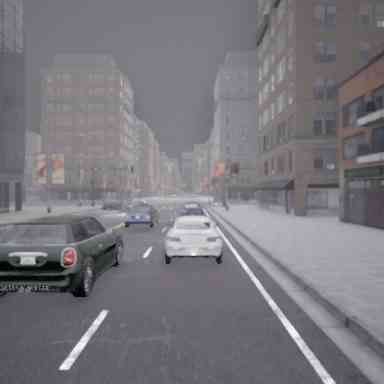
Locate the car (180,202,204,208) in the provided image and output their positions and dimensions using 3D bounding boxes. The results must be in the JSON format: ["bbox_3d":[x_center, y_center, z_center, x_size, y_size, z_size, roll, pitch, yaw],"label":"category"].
[{"bbox_3d":[0.017,1.539,26.929,1.812,1.442,4.674,0,0,0],"label":"car"}]

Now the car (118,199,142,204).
[{"bbox_3d":[-6.653,1.519,38.510,2.128,1.511,4.902,0,0,0],"label":"car"}]

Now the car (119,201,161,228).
[{"bbox_3d":[-3.254,1.562,22.500,2.033,1.411,5.357,0,0,0],"label":"car"}]

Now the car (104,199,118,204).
[{"bbox_3d":[-9.888,1.579,42.237,2.033,1.411,5.357,0,0,0],"label":"car"}]

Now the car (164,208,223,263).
[{"bbox_3d":[0.052,1.532,11.907,1.812,1.442,4.674,0,0,0],"label":"car"}]

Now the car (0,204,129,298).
[{"bbox_3d":[-3.208,1.360,8.670,2.097,1.767,4.553,0,0,1],"label":"car"}]
